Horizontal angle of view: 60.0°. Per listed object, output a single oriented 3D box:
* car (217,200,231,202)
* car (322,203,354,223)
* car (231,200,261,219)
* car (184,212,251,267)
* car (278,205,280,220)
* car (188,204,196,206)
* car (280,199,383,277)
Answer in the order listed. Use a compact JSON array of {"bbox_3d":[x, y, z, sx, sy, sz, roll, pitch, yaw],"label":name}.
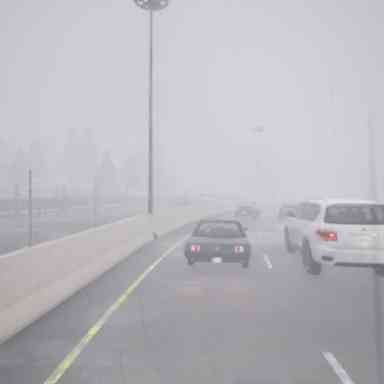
[{"bbox_3d":[4.953,1.411,47.170,1.882,1.535,5.008,0,0,28],"label":"car"},{"bbox_3d":[11.446,1.595,26.368,1.895,1.301,4.718,0,0,18],"label":"car"},{"bbox_3d":[4.870,1.492,28.651,1.812,1.442,4.674,0,0,17],"label":"car"},{"bbox_3d":[0.960,1.584,11.363,1.895,1.301,4.718,0,0,7],"label":"car"},{"bbox_3d":[8.247,1.472,27.689,2.128,1.511,4.902,0,0,18],"label":"car"},{"bbox_3d":[-1.739,1.398,49.430,2.128,1.511,4.902,0,0,28],"label":"car"},{"bbox_3d":[4.378,1.218,10.520,2.150,2.045,5.566,0,0,7],"label":"car"}]
